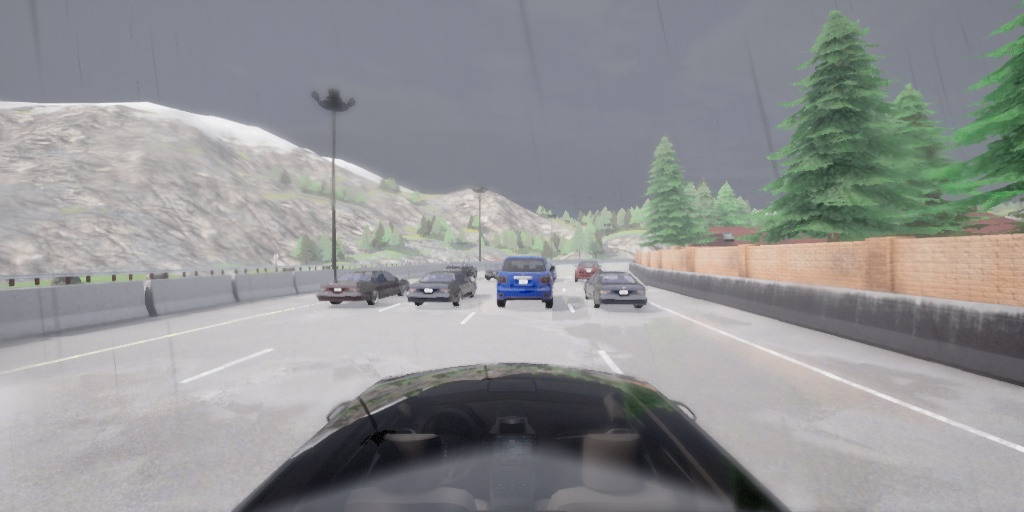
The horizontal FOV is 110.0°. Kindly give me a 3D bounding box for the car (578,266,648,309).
[{"bbox_3d":[4.133,1.314,15.006,2.033,1.411,5.357,0,0,5],"label":"car"}]

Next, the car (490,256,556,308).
[{"bbox_3d":[0.651,1.008,15.363,2.150,2.045,5.566,0,0,5],"label":"car"}]

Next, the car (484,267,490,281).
[{"bbox_3d":[-0.852,1.314,29.696,2.033,1.411,5.357,0,0,11],"label":"car"}]

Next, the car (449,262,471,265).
[{"bbox_3d":[-4.291,1.245,30.348,2.128,1.511,4.902,0,0,11],"label":"car"}]

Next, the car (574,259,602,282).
[{"bbox_3d":[6.020,1.116,28.364,2.097,1.767,4.553,0,0,11],"label":"car"}]

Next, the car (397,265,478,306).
[{"bbox_3d":[-2.837,1.313,15.660,2.033,1.411,5.357,0,0,5],"label":"car"}]

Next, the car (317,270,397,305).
[{"bbox_3d":[-6.321,1.313,15.987,2.033,1.411,5.357,0,0,5],"label":"car"}]
